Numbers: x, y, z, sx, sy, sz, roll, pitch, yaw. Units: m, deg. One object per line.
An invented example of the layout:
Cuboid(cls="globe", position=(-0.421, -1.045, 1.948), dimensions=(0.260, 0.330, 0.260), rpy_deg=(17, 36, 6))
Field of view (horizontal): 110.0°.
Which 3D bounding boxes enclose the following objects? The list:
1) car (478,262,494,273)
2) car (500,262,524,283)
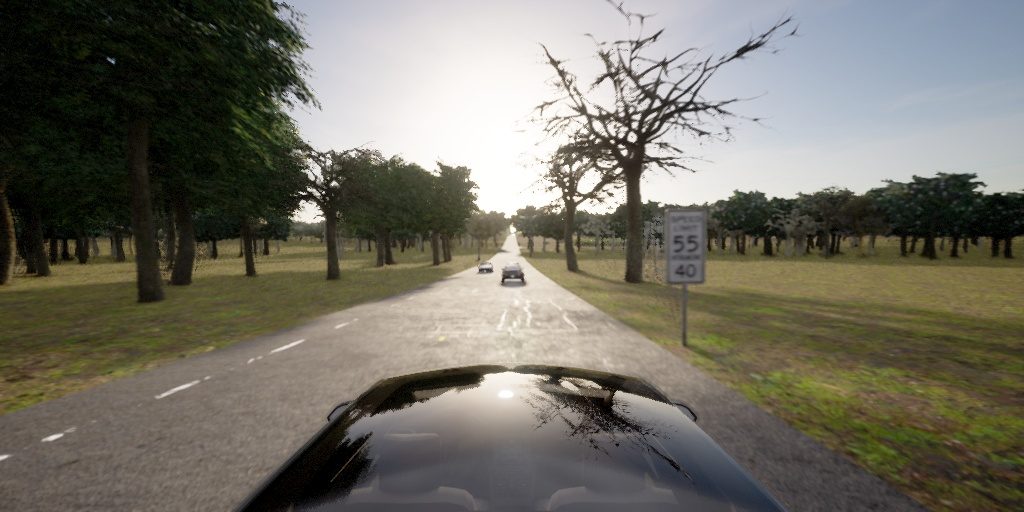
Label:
Cuboid(cls="car", position=(-3.373, 1.449, 47.461), dimensions=(2.033, 1.411, 5.357), rpy_deg=(-1, 1, 0))
Cuboid(cls="car", position=(0.072, 1.407, 30.263), dimensions=(1.812, 1.442, 4.674), rpy_deg=(-1, 0, 1))
